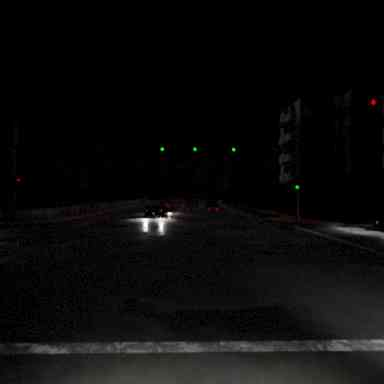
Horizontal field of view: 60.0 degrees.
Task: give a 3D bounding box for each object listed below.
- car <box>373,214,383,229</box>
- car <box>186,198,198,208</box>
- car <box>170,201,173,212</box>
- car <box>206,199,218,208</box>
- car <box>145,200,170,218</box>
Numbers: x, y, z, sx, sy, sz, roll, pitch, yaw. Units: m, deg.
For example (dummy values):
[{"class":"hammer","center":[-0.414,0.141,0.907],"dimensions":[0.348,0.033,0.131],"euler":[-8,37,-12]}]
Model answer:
[{"class":"car","center":[13.944,1.651,20.730],"dimensions":[4.892,1.490,1.837],"euler":[0,0,-1]},{"class":"car","center":[-0.031,1.757,57.643],"dimensions":[2.097,1.767,4.553],"euler":[0,0,0]},{"class":"car","center":[-3.598,1.787,43.955],"dimensions":[1.882,1.535,5.008],"euler":[0,0,0]},{"class":"car","center":[3.469,1.931,57.688],"dimensions":[1.812,1.442,4.674],"euler":[0,0,0]},{"class":"car","center":[-3.601,1.761,33.480],"dimensions":[1.812,1.442,4.674],"euler":[0,0,0]}]
